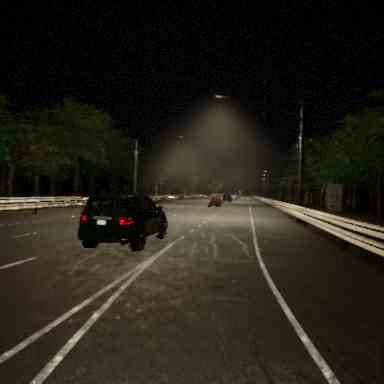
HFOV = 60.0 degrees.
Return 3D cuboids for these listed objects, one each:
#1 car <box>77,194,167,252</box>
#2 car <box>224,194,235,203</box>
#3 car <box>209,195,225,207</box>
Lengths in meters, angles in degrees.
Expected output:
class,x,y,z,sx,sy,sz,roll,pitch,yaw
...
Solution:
class,x,y,z,sx,sy,sz,roll,pitch,yaw
car,-2.624,1.133,13.870,2.150,2.045,5.566,2,0,9
car,8.642,1.505,81.736,2.150,2.045,5.566,2,0,9
car,3.766,1.631,52.439,1.812,1.442,4.674,2,0,9
